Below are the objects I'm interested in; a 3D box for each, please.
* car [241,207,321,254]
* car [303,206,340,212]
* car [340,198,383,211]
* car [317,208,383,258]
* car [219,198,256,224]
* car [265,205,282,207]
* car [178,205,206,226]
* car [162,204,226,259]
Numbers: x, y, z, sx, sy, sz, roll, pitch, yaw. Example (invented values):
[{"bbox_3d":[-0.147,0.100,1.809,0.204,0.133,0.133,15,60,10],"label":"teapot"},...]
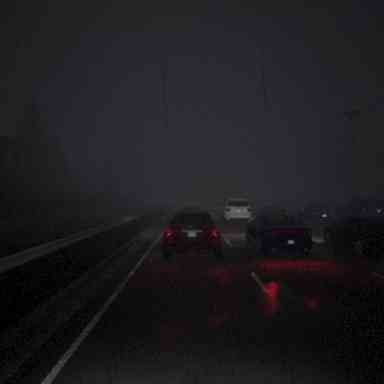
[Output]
[{"bbox_3d":[3.523,1.631,14.239,1.882,1.535,5.008,0,0,0],"label":"car"},{"bbox_3d":[10.513,1.870,28.362,1.994,1.385,4.181,0,-1,0],"label":"car"},{"bbox_3d":[14.003,1.521,27.556,2.150,2.045,5.566,0,0,0],"label":"car"},{"bbox_3d":[7.015,1.653,13.487,1.837,1.490,4.892,0,0,0],"label":"car"},{"bbox_3d":[3.503,1.521,27.557,2.150,2.045,5.566,0,0,0],"label":"car"},{"bbox_3d":[7.016,1.836,28.891,1.812,1.442,4.674,0,0,0],"label":"car"},{"bbox_3d":[0.003,1.843,27.500,2.033,1.411,5.357,0,-1,0],"label":"car"},{"bbox_3d":[0.016,1.496,13.412,2.097,1.767,4.553,0,-1,0],"label":"car"}]
